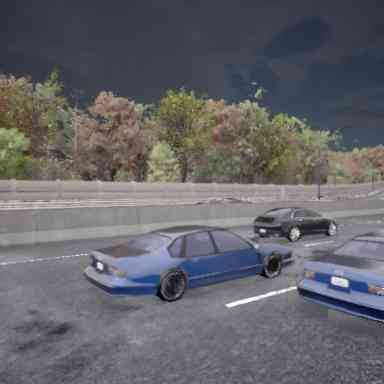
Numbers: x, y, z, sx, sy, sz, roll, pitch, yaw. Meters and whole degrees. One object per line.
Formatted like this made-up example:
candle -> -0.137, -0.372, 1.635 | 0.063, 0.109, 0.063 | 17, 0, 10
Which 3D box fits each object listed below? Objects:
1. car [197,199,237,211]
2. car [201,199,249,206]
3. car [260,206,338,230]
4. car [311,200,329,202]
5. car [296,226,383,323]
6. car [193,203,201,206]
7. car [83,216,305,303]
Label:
car -> 3.132, 1.511, 40.588 | 4.718, 1.301, 1.895 | 0, 0, -35
car -> 3.602, 1.429, 32.331 | 4.892, 1.490, 1.837 | 0, 0, -35
car -> 5.082, 1.453, 15.963 | 4.892, 1.490, 1.837 | 0, 0, -35
car -> 13.270, 1.497, 34.917 | 4.718, 1.301, 1.895 | 0, 0, -35
car -> 4.476, 1.516, 6.937 | 5.357, 1.411, 2.033 | 0, 0, -35
car -> 1.980, 1.485, 35.469 | 4.181, 1.385, 1.994 | 0, 0, -35
car -> 0.194, 1.528, 8.183 | 5.357, 1.411, 2.033 | 0, 0, -35
